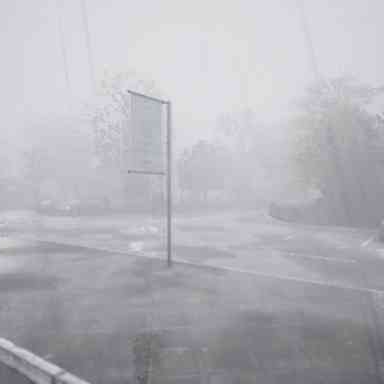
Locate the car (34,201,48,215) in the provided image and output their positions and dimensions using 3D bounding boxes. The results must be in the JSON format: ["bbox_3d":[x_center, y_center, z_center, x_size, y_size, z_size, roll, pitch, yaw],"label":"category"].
[{"bbox_3d":[-12.492,1.431,31.426,2.002,1.452,4.674,0,0,35],"label":"car"}]

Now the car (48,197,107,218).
[{"bbox_3d":[-9.870,1.270,29.643,2.185,1.767,4.553,0,0,35],"label":"car"}]

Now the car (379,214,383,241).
[{"bbox_3d":[9.915,1.488,15.473,2.002,1.452,4.674,0,0,36],"label":"car"}]
